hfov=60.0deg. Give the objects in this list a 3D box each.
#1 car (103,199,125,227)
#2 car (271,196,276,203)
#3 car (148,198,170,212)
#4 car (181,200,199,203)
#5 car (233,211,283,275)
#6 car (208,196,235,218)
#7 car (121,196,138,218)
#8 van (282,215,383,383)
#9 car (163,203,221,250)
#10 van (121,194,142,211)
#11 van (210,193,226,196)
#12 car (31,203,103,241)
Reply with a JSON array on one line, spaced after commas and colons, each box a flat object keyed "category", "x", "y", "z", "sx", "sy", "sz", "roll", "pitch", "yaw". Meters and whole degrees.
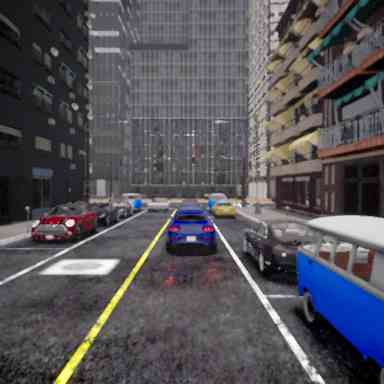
[{"category": "car", "x": -5.844, "y": 1.373, "z": 21.150, "sx": 1.947, "sy": 1.339, "sz": 4.313, "roll": -1, "pitch": 1, "yaw": 0}, {"category": "car", "x": 14.887, "y": 0.879, "z": 51.795, "sx": 5.009, "sy": 1.841, "sz": 2.192, "roll": 0, "pitch": 1, "yaw": 0}, {"category": "car", "x": -3.260, "y": 1.301, "z": 33.124, "sx": 1.895, "sy": 1.301, "sz": 4.718, "roll": 0, "pitch": 0, "yaw": 0}, {"category": "car", "x": -0.151, "y": 1.312, "z": 25.944, "sx": 2.033, "sy": 1.411, "sz": 5.357, "roll": 0, "pitch": 1, "yaw": 0}, {"category": "car", "x": 2.612, "y": 1.459, "z": 9.976, "sx": 2.008, "sy": 1.369, "sz": 4.403, "roll": -1, "pitch": 1, "yaw": 0}, {"category": "car", "x": 2.496, "y": 1.281, "z": 26.950, "sx": 1.752, "sy": 1.417, "sz": 4.829, "roll": -1, "pitch": 1, "yaw": 0}, {"category": "car", "x": -5.883, "y": 1.308, "z": 26.753, "sx": 2.008, "sy": 1.369, "sz": 4.403, "roll": -1, "pitch": 1, "yaw": 0}, {"category": "van", "x": 2.647, "y": 1.300, "z": 4.372, "sx": 1.690, "sy": 1.788, "sz": 3.998, "roll": -1, "pitch": 1, "yaw": 0}, {"category": "car", "x": -0.044, "y": 1.402, "z": 13.490, "sx": 1.812, "sy": 1.442, "sz": 4.674, "roll": 0, "pitch": 0, "yaw": 0}, {"category": "van", "x": -5.923, "y": 1.048, "z": 32.352, "sx": 1.690, "sy": 1.788, "sz": 3.998, "roll": -1, "pitch": 1, "yaw": 0}, {"category": "van", "x": 2.457, "y": 1.048, "z": 32.380, "sx": 1.690, "sy": 1.788, "sz": 3.998, "roll": -1, "pitch": 1, "yaw": 0}, {"category": "car", "x": -5.808, "y": 1.298, "z": 15.548, "sx": 1.967, "sy": 1.590, "sz": 4.097, "roll": -1, "pitch": 1, "yaw": 0}]
